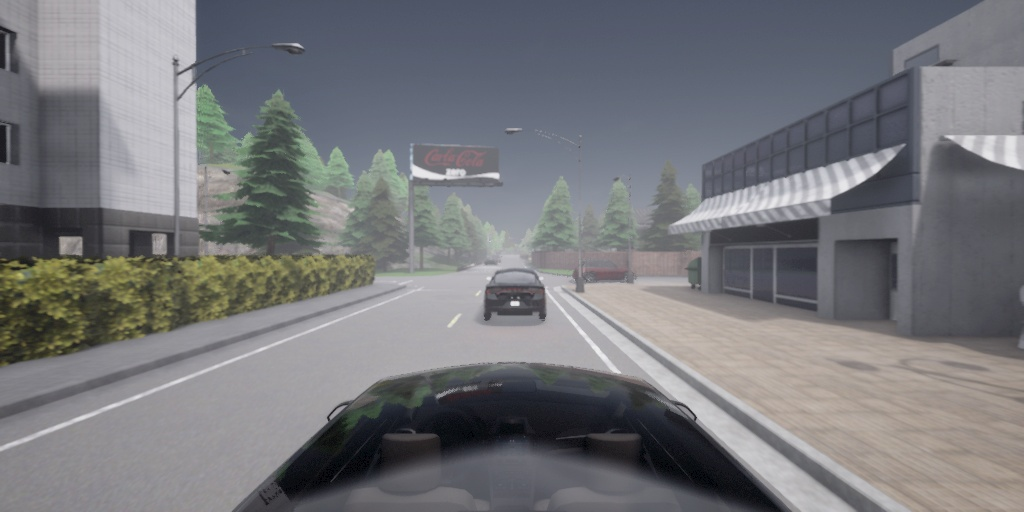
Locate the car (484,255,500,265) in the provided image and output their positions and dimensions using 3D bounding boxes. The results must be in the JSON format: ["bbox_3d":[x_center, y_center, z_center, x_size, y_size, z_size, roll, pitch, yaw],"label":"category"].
[{"bbox_3d":[-3.351,0.916,57.355,1.895,1.301,4.718,0,0,1],"label":"car"}]

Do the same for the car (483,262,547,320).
[{"bbox_3d":[0.106,1.145,12.326,1.882,1.535,5.008,0,0,1],"label":"car"}]

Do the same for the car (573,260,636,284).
[{"bbox_3d":[7.002,1.082,27.122,4.553,1.767,2.097,0,1,-13],"label":"car"}]
